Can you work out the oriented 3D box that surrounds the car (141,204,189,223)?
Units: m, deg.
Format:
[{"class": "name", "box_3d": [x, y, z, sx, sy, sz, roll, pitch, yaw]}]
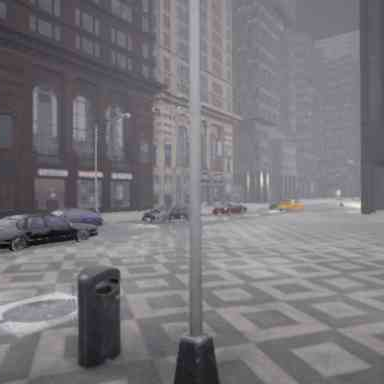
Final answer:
[{"class": "car", "box_3d": [-1.736, 1.721, 27.384, 2.033, 1.411, 5.357, -1, 0, 36]}]

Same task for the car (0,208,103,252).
[{"class": "car", "box_3d": [-6.660, 1.651, 14.348, 2.033, 1.411, 5.357, 0, 0, 32]}]

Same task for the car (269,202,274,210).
[{"class": "car", "box_3d": [12.771, 1.790, 47.471, 2.033, 1.411, 5.357, -1, 0, 36]}]

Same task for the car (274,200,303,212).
[{"class": "car", "box_3d": [12.456, 1.684, 41.798, 1.882, 1.535, 5.008, -1, 0, 36]}]

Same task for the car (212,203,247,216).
[{"class": "car", "box_3d": [4.030, 1.803, 35.422, 1.895, 1.301, 4.718, -1, 0, 36]}]
